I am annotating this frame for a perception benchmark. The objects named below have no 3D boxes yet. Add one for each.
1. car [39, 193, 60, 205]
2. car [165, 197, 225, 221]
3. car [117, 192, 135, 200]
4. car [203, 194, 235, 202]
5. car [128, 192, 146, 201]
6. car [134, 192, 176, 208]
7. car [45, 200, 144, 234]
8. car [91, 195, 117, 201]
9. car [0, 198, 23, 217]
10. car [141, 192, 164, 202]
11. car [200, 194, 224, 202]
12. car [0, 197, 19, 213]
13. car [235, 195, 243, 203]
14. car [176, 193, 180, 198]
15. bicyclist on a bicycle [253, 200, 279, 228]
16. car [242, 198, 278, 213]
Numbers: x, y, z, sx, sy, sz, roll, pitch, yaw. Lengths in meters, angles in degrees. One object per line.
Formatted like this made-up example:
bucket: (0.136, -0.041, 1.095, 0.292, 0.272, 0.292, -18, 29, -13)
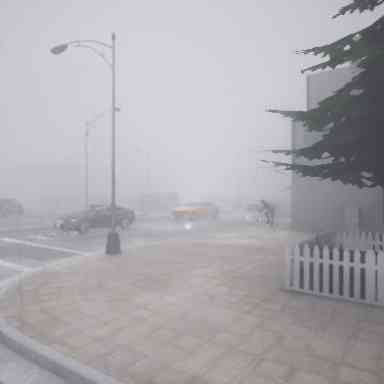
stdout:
car: (-21.933, 1.242, 50.971, 3.633, 1.501, 1.845, 0, 0, 36)
car: (0.387, 1.438, 26.927, 1.882, 1.535, 5.008, 0, 0, 36)
car: (-14.984, 1.272, 73.636, 3.806, 1.475, 1.970, 0, 0, 36)
car: (4.097, 1.107, 55.903, 5.027, 1.636, 2.152, 0, 0, 36)
car: (-12.532, 0.989, 75.963, 3.866, 1.878, 1.905, 0, 0, 36)
car: (-4.812, 1.051, 42.969, 4.605, 1.855, 1.932, 0, 0, 36)
car: (-5.404, 1.451, 18.985, 2.128, 1.511, 4.902, 0, 0, 36)
car: (-16.016, 1.221, 59.024, 4.514, 1.523, 2.007, 0, 0, 36)
car: (-15.864, 1.326, 28.028, 3.633, 1.501, 1.845, 0, 0, 36)
car: (-8.107, 1.022, 68.674, 4.605, 1.855, 1.932, 0, 0, 36)
car: (4.071, 1.240, 68.392, 4.514, 1.523, 2.007, 0, 0, 36)
car: (-20.108, 1.324, 34.806, 3.806, 1.475, 1.970, 0, 0, 36)
car: (7.613, 1.186, 61.281, 3.806, 1.475, 1.970, 0, 0, 36)
car: (-3.435, 1.030, 45.561, 3.866, 1.878, 1.905, 0, 0, 36)
bicyclist on a bicycle: (4.345, 1.273, 19.649, 1.656, 1.620, 0.582, 0, 0, 36)
car: (7.864, 1.562, 37.170, 1.895, 1.301, 4.718, 0, 0, 36)
